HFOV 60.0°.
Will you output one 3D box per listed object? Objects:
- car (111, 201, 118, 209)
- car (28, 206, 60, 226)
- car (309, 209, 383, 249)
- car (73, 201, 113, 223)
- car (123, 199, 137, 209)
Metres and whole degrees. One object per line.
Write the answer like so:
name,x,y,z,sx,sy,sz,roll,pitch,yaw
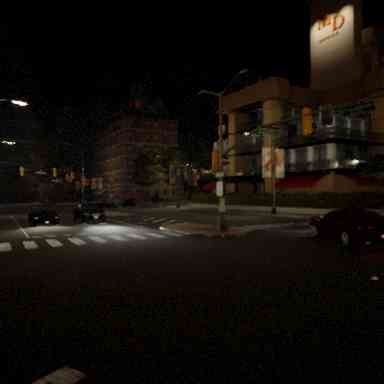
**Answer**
car,-13.506,1.976,51.407,4.718,1.301,1.895,-1,0,44
car,-11.694,1.787,26.073,2.033,1.411,5.357,0,0,-30
car,6.959,1.481,14.751,1.882,1.535,5.008,0,0,-4
car,-8.618,1.709,27.751,2.128,1.511,4.902,0,0,-30
car,-10.038,1.856,53.748,1.837,1.490,4.892,-1,0,-9
